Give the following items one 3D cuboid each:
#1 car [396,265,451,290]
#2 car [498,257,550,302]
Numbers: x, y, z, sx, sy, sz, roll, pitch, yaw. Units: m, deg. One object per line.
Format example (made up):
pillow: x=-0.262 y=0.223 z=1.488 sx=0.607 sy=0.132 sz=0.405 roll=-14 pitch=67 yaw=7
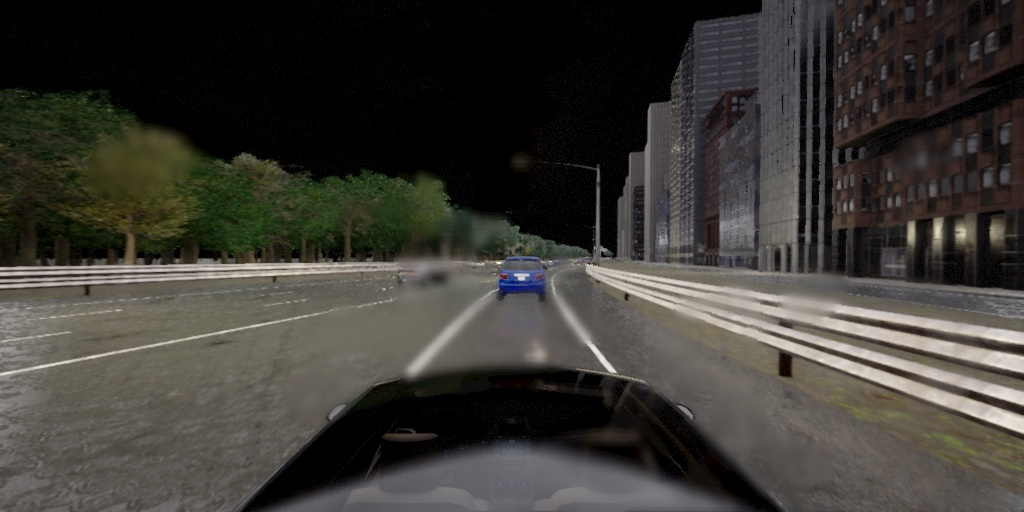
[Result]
car: x=-5.563 y=1.306 z=23.332 sx=2.128 sy=1.511 sz=4.902 roll=1 pitch=0 yaw=14
car: x=0.615 y=1.063 z=17.974 sx=2.150 sy=2.045 sz=5.566 roll=0 pitch=0 yaw=4
